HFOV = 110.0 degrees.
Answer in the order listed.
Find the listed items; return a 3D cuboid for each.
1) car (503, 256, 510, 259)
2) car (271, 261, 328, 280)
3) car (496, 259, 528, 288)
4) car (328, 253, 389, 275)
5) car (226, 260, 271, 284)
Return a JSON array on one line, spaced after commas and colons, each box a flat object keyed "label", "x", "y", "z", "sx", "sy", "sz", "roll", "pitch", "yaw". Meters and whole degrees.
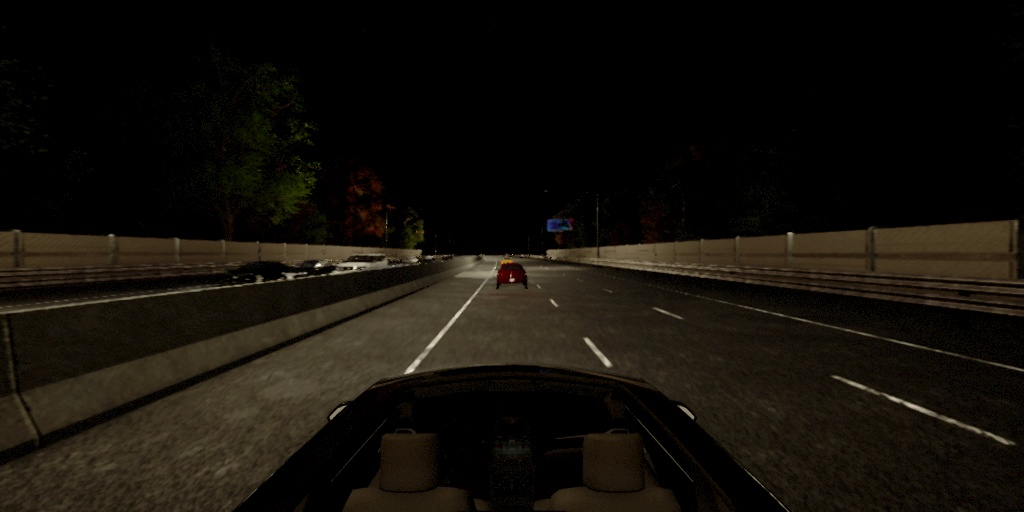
[{"label": "car", "x": -0.724, "y": 0.834, "z": 53.888, "sx": 1.801, "sy": 1.575, "sz": 5.366, "roll": 0, "pitch": 0, "yaw": -1}, {"label": "car", "x": -14.246, "y": 1.092, "z": 25.409, "sx": 2.128, "sy": 1.511, "sz": 4.902, "roll": 0, "pitch": 0, "yaw": -1}, {"label": "car", "x": -0.015, "y": 1.134, "z": 21.967, "sx": 1.812, "sy": 1.442, "sz": 4.674, "roll": 0, "pitch": 0, "yaw": 0}, {"label": "car", "x": -10.754, "y": 0.815, "z": 26.115, "sx": 2.150, "sy": 2.045, "sz": 5.566, "roll": 0, "pitch": 0, "yaw": -1}, {"label": "car", "x": -17.747, "y": 1.081, "z": 25.449, "sx": 1.882, "sy": 1.535, "sz": 5.008, "roll": 0, "pitch": 0, "yaw": -1}]
